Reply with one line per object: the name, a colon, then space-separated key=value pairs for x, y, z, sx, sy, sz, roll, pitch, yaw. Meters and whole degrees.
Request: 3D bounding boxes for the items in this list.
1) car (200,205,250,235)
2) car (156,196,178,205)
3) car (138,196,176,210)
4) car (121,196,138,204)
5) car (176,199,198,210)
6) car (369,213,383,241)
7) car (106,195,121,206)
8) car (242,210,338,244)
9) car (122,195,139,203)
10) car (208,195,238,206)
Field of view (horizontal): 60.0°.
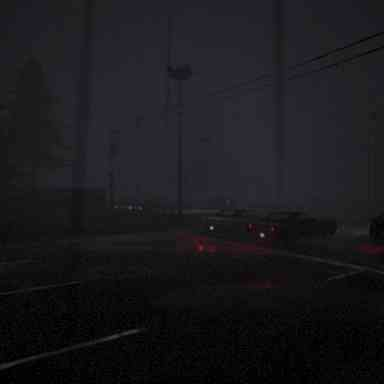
car: x=2.842 y=1.590 z=18.669 sx=4.718 sy=1.301 sz=1.895 roll=0 pitch=0 yaw=-35
car: x=-4.481 y=1.498 z=59.231 sx=1.812 sy=1.442 sz=4.674 roll=0 pitch=0 yaw=-35
car: x=-4.428 y=1.460 z=41.183 sx=1.882 sy=1.535 sz=5.008 roll=0 pitch=0 yaw=-36
car: x=-10.438 y=1.456 z=55.501 sx=1.882 sy=1.535 sz=5.008 roll=0 pitch=0 yaw=-36
car: x=-1.265 y=1.580 z=42.783 sx=1.895 sy=1.301 sz=4.718 roll=0 pitch=0 yaw=-36
car: x=10.103 y=1.464 z=15.250 sx=5.008 sy=1.535 sz=1.882 roll=0 pitch=0 yaw=-35
car: x=-13.874 y=1.332 z=54.279 sx=2.097 sy=1.767 sz=4.553 roll=0 pitch=0 yaw=-36
car: x=4.874 y=1.590 z=15.819 sx=4.718 sy=1.301 sz=1.895 roll=0 pitch=0 yaw=-35
car: x=-13.354 y=1.491 z=71.606 sx=1.812 sy=1.442 sz=4.674 roll=0 pitch=0 yaw=-36
car: x=4.370 y=1.326 z=46.944 sx=2.097 sy=1.767 sz=4.553 roll=0 pitch=0 yaw=-36
